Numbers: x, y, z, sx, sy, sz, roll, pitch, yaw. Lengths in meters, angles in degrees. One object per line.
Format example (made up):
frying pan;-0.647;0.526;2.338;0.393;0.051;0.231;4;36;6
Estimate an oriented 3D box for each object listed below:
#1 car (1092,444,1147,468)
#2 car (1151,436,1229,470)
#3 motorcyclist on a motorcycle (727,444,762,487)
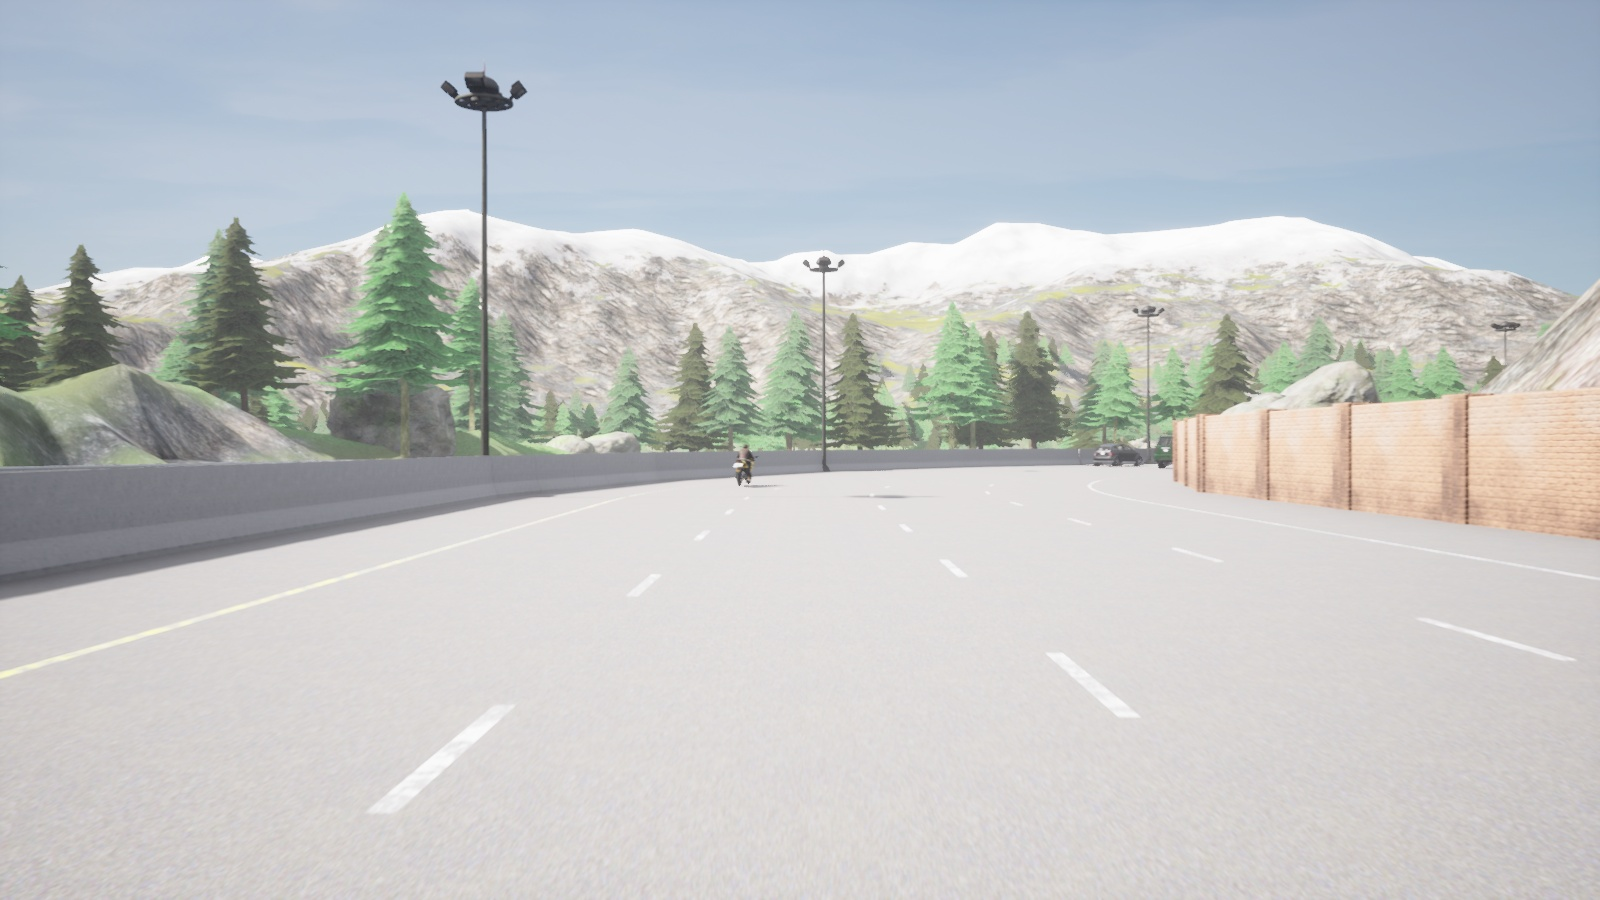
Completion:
car;21.737;0.392;85.439;3.705;1.549;1.789;0;0;-40
car;24.424;0.164;78.556;5.566;2.045;2.150;0;0;-42
motorcyclist on a motorcycle;-1.993;0.540;45.693;0.797;1.523;2.044;1;0;11
